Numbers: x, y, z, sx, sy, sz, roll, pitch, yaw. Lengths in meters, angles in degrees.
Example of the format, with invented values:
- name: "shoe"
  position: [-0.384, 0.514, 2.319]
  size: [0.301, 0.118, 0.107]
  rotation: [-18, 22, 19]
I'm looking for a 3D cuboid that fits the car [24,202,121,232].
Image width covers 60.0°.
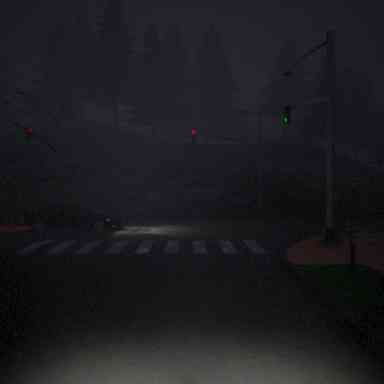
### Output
- name: "car"
  position: [-6.355, 1.312, 18.015]
  size: [5.008, 1.535, 1.882]
  rotation: [2, 1, 0]
